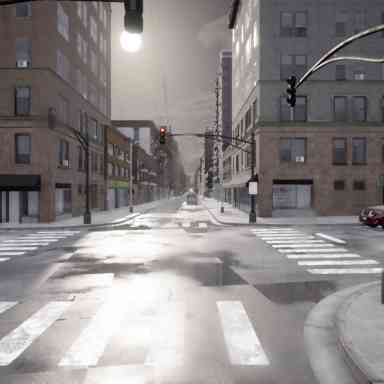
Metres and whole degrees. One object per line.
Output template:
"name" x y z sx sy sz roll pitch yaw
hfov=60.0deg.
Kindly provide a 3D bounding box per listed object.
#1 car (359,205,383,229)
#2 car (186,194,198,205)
"car" 12.058 1.123 18.418 5.009 1.841 2.192 -1 1 0
"car" 0.000 1.593 60.066 2.033 1.411 5.357 0 0 0
